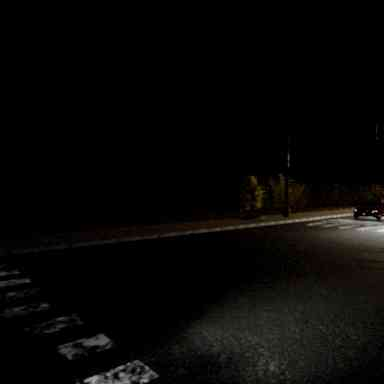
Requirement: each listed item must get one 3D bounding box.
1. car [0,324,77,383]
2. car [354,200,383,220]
[{"bbox_3d":[-2.980,1.446,1.396,4.902,1.511,2.128,0,1,-41],"label":"car"},{"bbox_3d":[14.520,1.387,26.418,4.674,1.442,1.812,0,1,-44],"label":"car"}]
